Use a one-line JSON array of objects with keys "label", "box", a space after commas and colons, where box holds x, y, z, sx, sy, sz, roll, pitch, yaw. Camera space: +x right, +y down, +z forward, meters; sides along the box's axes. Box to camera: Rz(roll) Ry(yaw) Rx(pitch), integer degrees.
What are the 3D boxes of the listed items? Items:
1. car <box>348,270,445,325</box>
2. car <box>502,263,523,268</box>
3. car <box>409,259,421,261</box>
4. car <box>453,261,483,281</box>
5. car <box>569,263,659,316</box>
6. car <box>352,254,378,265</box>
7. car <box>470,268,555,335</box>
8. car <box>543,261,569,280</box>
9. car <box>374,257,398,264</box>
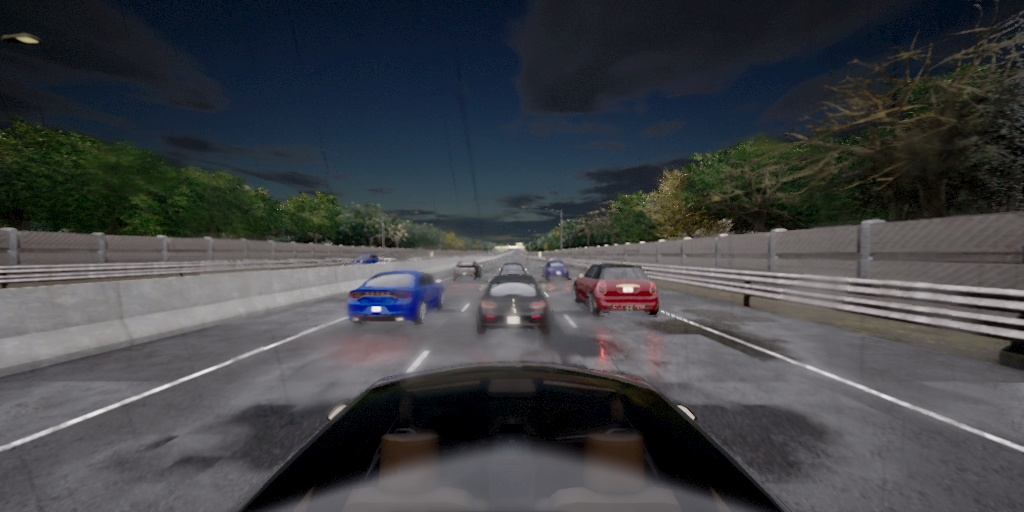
[{"label": "car", "box": [-3.441, 1.178, 11.568, 1.882, 1.535, 5.008, 0, 0, 0]}, {"label": "car", "box": [0.049, 1.183, 24.761, 2.033, 1.411, 5.357, 0, 0, 0]}, {"label": "car", "box": [-14.065, 1.116, 51.242, 1.895, 1.301, 4.718, 0, 0, 0]}, {"label": "car", "box": [-3.426, 1.110, 28.442, 2.128, 1.511, 4.902, 0, 0, 0]}, {"label": "car", "box": [3.572, 1.043, 13.116, 2.097, 1.767, 4.553, 0, 0, 0]}, {"label": "car", "box": [-21.052, 0.733, 51.835, 2.150, 2.045, 5.566, 0, 0, 1]}, {"label": "car", "box": [0.052, 1.233, 10.197, 1.812, 1.442, 4.674, 0, 0, 0]}, {"label": "car", "box": [3.581, 1.139, 29.416, 1.812, 1.442, 4.674, 0, 0, 0]}, {"label": "car", "box": [-17.562, 1.116, 51.250, 1.895, 1.301, 4.718, 0, 0, 0]}]
